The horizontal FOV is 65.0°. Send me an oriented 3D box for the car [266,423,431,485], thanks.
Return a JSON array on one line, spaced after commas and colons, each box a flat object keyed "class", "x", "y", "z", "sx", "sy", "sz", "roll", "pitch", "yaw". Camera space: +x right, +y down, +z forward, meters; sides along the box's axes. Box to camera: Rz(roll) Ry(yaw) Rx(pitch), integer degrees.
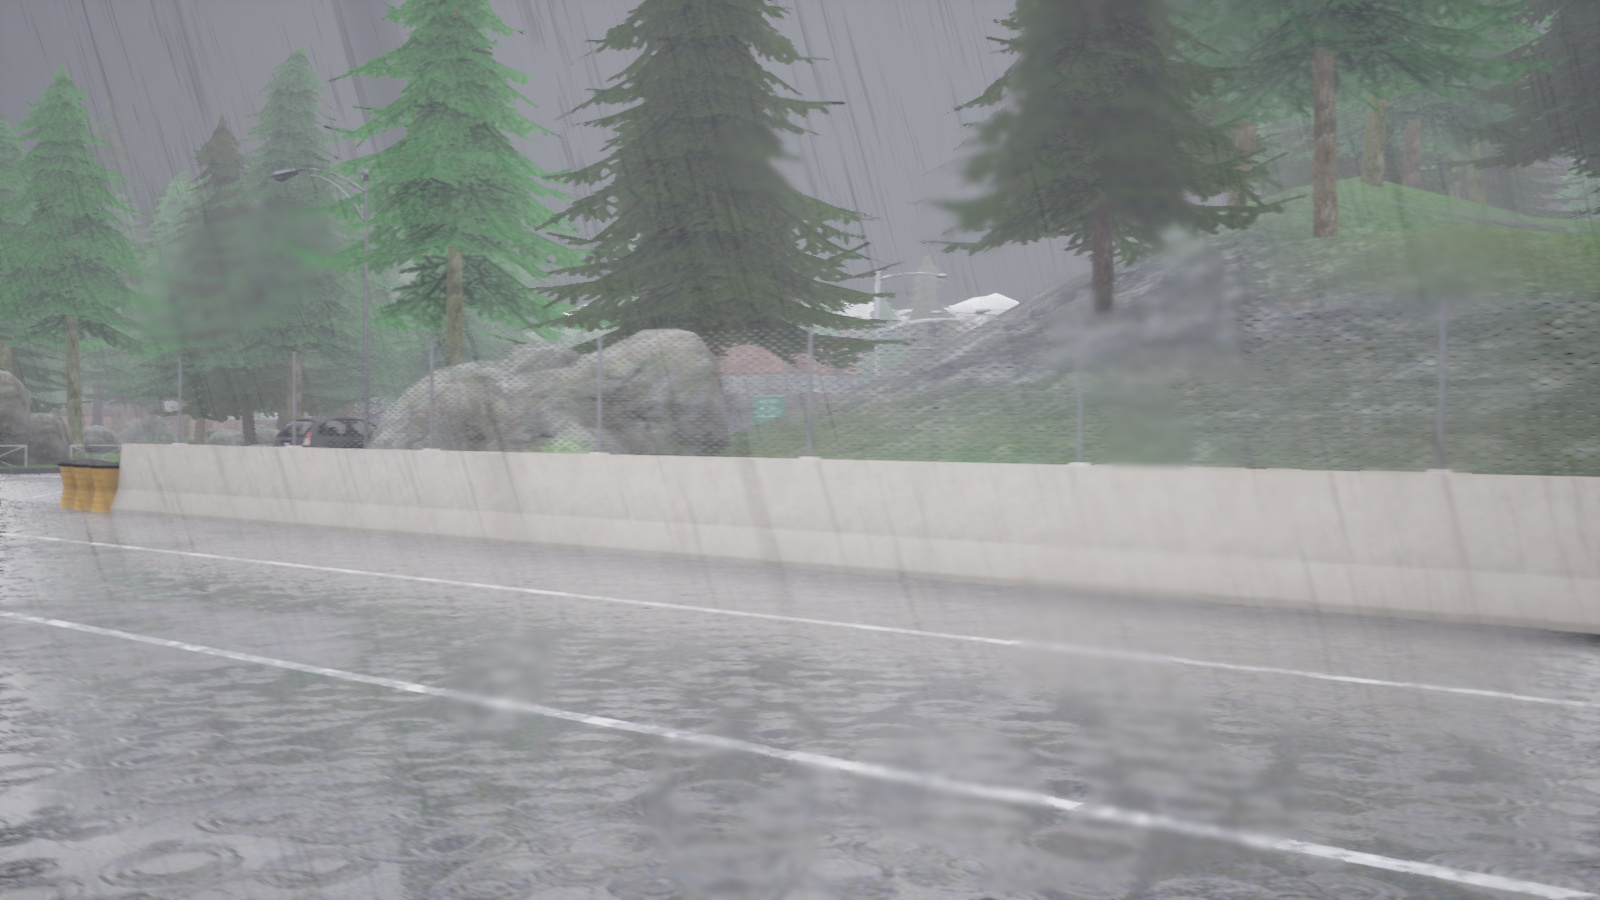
[{"class": "car", "x": -12.478, "y": 0.074, "z": 34.906, "sx": 1.851, "sy": 1.617, "sz": 3.988, "roll": 0, "pitch": 1, "yaw": 34}]
